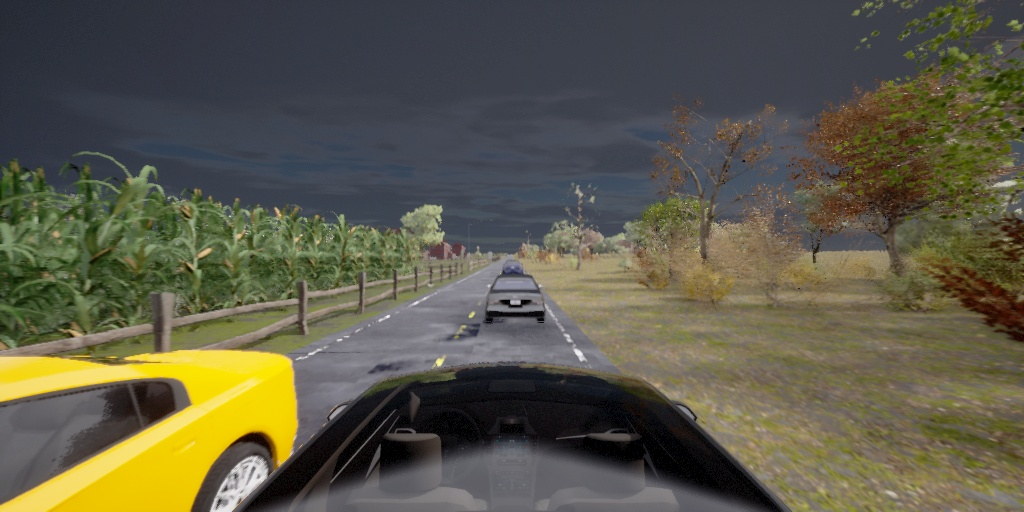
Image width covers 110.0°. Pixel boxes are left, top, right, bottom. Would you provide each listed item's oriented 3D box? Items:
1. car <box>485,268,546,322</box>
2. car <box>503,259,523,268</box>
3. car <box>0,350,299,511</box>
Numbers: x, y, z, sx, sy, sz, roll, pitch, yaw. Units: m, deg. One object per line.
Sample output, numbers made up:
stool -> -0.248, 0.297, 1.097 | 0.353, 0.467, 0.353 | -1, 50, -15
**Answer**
car -> 0.095, 1.315, 12.304 | 2.033, 1.411, 5.357 | 0, 0, 0
car -> 0.082, 1.145, 37.743 | 2.097, 1.767, 4.553 | 0, 0, 0
car -> -2.749, 1.226, 0.969 | 1.882, 1.535, 5.008 | 0, 0, 0
